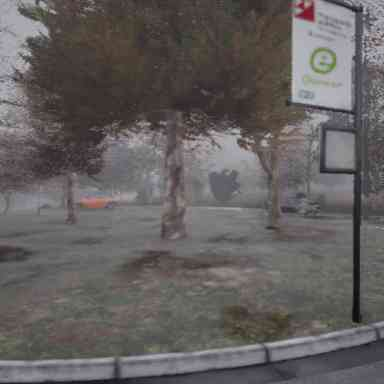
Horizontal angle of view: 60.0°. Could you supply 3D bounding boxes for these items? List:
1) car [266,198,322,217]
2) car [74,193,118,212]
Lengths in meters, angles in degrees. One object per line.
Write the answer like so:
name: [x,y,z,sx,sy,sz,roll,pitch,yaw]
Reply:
car: [8.720,1.269,28.847,2.128,1.511,4.902,0,1,-44]
car: [-9.460,0.892,31.872,4.553,1.767,2.097,-1,1,-21]
